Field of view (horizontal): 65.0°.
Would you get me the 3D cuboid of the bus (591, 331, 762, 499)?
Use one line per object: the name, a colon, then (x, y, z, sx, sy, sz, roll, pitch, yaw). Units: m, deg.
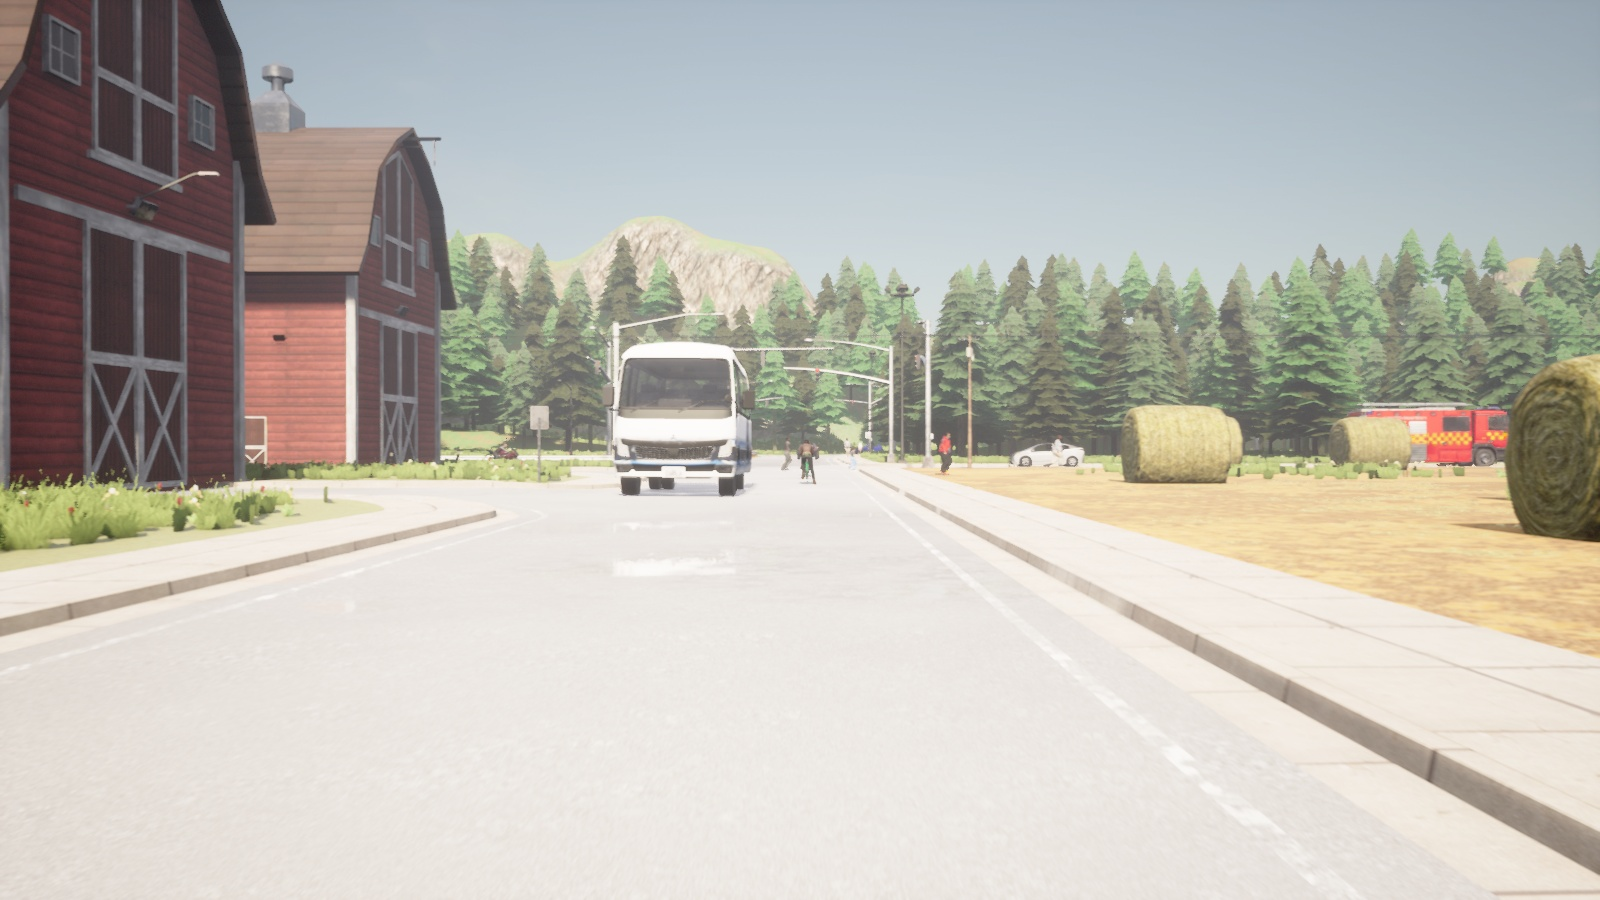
bus: (-3.291, -0.869, 37.028, 3.944, 4.253, 10.273, 0, 0, 0)

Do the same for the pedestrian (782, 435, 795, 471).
pedestrian: (-0.626, 0.172, 66.713, 0.666, 1.930, 0.402, 0, 0, -4)

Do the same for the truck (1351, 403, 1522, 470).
truck: (36.878, -0.772, 72.966, 8.468, 3.827, 2.891, 0, 0, 1)

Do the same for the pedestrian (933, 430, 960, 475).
pedestrian: (6.061, 0.117, 51.892, 0.899, 1.844, 0.634, 0, 0, 31)

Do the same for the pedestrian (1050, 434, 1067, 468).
pedestrian: (14.083, 0.041, 68.493, 0.900, 1.855, 0.874, 0, 0, 13)

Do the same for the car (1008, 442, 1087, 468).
car: (15.141, 0.298, 76.977, 4.514, 1.525, 2.007, 0, 0, 1)

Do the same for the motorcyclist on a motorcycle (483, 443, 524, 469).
motorcyclist on a motorcycle: (-17.541, 0.376, 74.236, 2.191, 1.530, 0.866, 0, 0, 1)
